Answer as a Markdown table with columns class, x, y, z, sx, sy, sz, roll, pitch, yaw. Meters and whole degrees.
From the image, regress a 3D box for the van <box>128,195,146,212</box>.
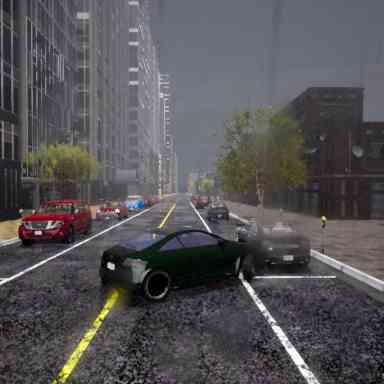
| class | x | y | z | sx | sy | sz | roll | pitch | yaw |
| --- | --- | --- | --- | --- | --- | --- | --- | --- | --- |
| van | -6.696 | 1.329 | 38.622 | 1.690 | 1.788 | 3.998 | -1 | 0 | -2 |

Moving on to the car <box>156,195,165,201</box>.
| class | x | y | z | sx | sy | sz | roll | pitch | yaw |
| --- | --- | --- | --- | --- | --- | --- | --- | --- | --- |
| car | -7.862 | 1.497 | 82.715 | 1.752 | 1.417 | 4.829 | -1 | 0 | -2 |

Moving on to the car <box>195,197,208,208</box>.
| class | x | y | z | sx | sy | sz | roll | pitch | yaw |
| --- | --- | --- | --- | --- | --- | --- | --- | --- | --- |
| car | 1.387 | 1.509 | 50.070 | 1.752 | 1.417 | 4.829 | -1 | 0 | -2 |

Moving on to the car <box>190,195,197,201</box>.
| class | x | y | z | sx | sy | sz | roll | pitch | yaw |
| --- | --- | --- | --- | --- | --- | --- | --- | --- | --- |
| car | 0.366 | 1.551 | 88.628 | 1.802 | 1.307 | 4.206 | -1 | 0 | -2 |

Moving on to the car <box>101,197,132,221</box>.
| class | x | y | z | sx | sy | sz | roll | pitch | yaw |
| --- | --- | --- | --- | --- | --- | --- | --- | --- | --- |
| car | -6.394 | 1.432 | 26.829 | 1.967 | 1.590 | 4.097 | -1 | 0 | -2 |

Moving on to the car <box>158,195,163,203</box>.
| class | x | y | z | sx | sy | sz | roll | pitch | yaw |
| --- | --- | --- | --- | --- | --- | --- | --- | --- | --- |
| car | -7.426 | 1.522 | 66.287 | 1.887 | 1.381 | 4.507 | -1 | 0 | -2 |

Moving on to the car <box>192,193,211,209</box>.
| class | x | y | z | sx | sy | sz | roll | pitch | yaw |
| --- | --- | --- | --- | --- | --- | --- | --- | --- | --- |
| car | 1.534 | 1.301 | 44.367 | 2.192 | 1.841 | 5.009 | -1 | 0 | -2 |

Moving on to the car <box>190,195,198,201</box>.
| class | x | y | z | sx | sy | sz | roll | pitch | yaw |
| --- | --- | --- | --- | --- | --- | --- | --- | --- | --- |
| car | 0.512 | 1.537 | 83.095 | 1.947 | 1.339 | 4.313 | -1 | 0 | -2 |

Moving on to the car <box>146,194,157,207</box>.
| class | x | y | z | sx | sy | sz | roll | pitch | yaw |
| --- | --- | --- | --- | --- | --- | --- | --- | --- | --- |
| car | -6.990 | 1.299 | 49.688 | 2.192 | 1.841 | 5.009 | -1 | 0 | -2 |

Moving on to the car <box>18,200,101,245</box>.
| class | x | y | z | sx | sy | sz | roll | pitch | yaw |
| --- | --- | --- | --- | --- | --- | --- | --- | --- | --- |
| car | -6.193 | 1.310 | 15.761 | 2.192 | 1.841 | 5.009 | -1 | 0 | -2 |

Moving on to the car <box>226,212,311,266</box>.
| class | x | y | z | sx | sy | sz | roll | pitch | yaw |
| --- | --- | --- | --- | --- | --- | --- | --- | --- | --- |
| car | 2.547 | 1.548 | 11.175 | 2.008 | 1.369 | 4.403 | -1 | 0 | -2 |

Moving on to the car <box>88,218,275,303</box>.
| class | x | y | z | sx | sy | sz | roll | pitch | yaw |
| --- | --- | --- | --- | --- | --- | --- | --- | --- | --- |
| car | -0.139 | 1.557 | 8.326 | 4.181 | 1.385 | 1.994 | 0 | 0 | -37 |

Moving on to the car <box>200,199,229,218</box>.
| class | x | y | z | sx | sy | sz | roll | pitch | yaw |
| --- | --- | --- | --- | --- | --- | --- | --- | --- | --- |
| car | 2.009 | 1.543 | 27.035 | 2.008 | 1.369 | 4.403 | -1 | 0 | -2 |

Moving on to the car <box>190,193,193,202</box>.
| class | x | y | z | sx | sy | sz | roll | pitch | yaw |
| --- | --- | --- | --- | --- | --- | --- | --- | --- | --- |
| car | 0.801 | 1.291 | 72.031 | 2.192 | 1.841 | 5.009 | -1 | 0 | -2 |
